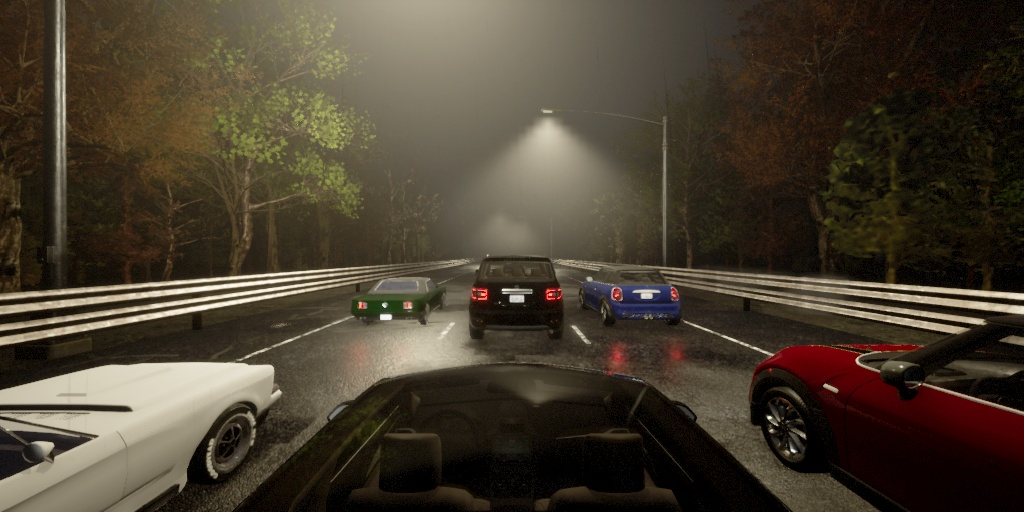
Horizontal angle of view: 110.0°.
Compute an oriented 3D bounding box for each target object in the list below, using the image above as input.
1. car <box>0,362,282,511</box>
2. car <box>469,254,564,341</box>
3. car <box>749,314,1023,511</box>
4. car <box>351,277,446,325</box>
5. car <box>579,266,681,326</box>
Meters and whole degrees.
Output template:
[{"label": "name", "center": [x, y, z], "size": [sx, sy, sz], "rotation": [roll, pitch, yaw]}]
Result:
[{"label": "car", "center": [-3.401, 1.351, 1.692], "size": [1.895, 1.301, 4.718], "rotation": [0, 0, 0]}, {"label": "car", "center": [0.100, 0.969, 10.039], "size": [2.150, 2.045, 5.566], "rotation": [0, 0, 0]}, {"label": "car", "center": [3.595, 1.102, 1.979], "size": [2.097, 1.767, 4.553], "rotation": [0, 0, 0]}, {"label": "car", "center": [-3.397, 1.347, 11.799], "size": [1.895, 1.301, 4.718], "rotation": [0, 0, -1]}, {"label": "car", "center": [3.602, 1.098, 11.787], "size": [2.097, 1.767, 4.553], "rotation": [0, 0, -1]}]
